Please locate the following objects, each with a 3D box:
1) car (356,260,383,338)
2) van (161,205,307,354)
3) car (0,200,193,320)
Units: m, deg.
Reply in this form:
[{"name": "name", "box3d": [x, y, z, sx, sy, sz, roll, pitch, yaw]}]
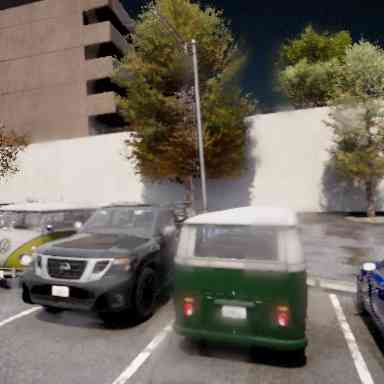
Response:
[{"name": "car", "box3d": [3.528, 1.498, 4.379, 2.097, 1.535, 5.008, 0, -1, 17]}, {"name": "van", "box3d": [1.156, 1.283, 6.286, 1.878, 1.987, 4.442, 0, -1, 17]}, {"name": "car", "box3d": [-1.286, 1.265, 7.932, 2.435, 2.045, 5.566, 0, -1, 17]}]
